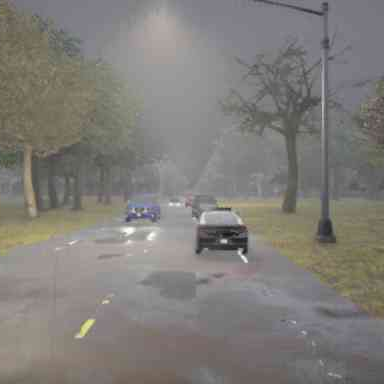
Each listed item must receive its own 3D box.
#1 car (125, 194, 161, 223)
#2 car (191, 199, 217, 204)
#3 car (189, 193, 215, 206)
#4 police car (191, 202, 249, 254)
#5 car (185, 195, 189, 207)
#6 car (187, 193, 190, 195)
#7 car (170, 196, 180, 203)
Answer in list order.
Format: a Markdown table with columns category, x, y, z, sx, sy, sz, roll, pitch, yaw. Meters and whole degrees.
| category | x | y | z | sx | sy | sz | roll | pitch | yaw |
| --- | --- | --- | --- | --- | --- | --- | --- | --- | --- |
| car | -3.608 | 1.187 | 25.427 | 2.150 | 2.045 | 5.566 | 0 | 0 | 0 |
| car | 1.041 | 1.474 | 23.417 | 1.837 | 1.490 | 4.892 | 0 | 0 | 0 |
| car | 1.040 | 1.186 | 29.446 | 2.150 | 2.045 | 5.566 | 0 | 0 | 0 |
| police car | 1.045 | 1.407 | 13.524 | 1.930 | 1.638 | 5.238 | 0 | 0 | 0 |
| car | -0.008 | 1.512 | 49.885 | 1.994 | 1.385 | 4.181 | 0 | 0 | 0 |
| car | -0.022 | 1.181 | 64.977 | 2.150 | 2.045 | 5.566 | 0 | 0 | 0 |
| car | -3.523 | 1.540 | 67.517 | 1.895 | 1.301 | 4.718 | 0 | 0 | 0 |
